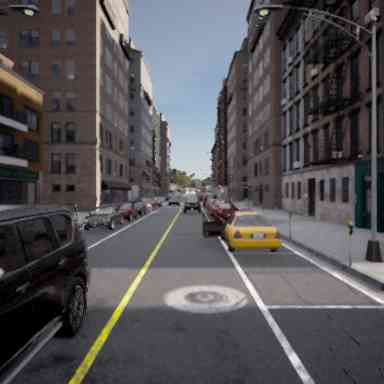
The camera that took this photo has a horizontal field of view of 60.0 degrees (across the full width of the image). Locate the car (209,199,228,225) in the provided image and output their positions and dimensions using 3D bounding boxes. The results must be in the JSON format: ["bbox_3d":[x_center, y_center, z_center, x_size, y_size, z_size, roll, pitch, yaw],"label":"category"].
[{"bbox_3d":[2.627,1.521,26.361,1.887,1.381,4.507,0,0,0],"label":"car"}]

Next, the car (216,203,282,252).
[{"bbox_3d":[2.220,1.444,13.691,1.801,1.575,5.366,0,0,0],"label":"car"}]

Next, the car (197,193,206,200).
[{"bbox_3d":[2.650,1.221,92.657,2.192,1.841,5.009,0,0,0],"label":"car"}]

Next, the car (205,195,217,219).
[{"bbox_3d":[2.624,1.411,32.043,1.967,1.590,4.097,0,0,0],"label":"car"}]

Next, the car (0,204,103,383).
[{"bbox_3d":[-2.851,1.218,3.684,2.150,2.045,5.566,0,0,0],"label":"car"}]

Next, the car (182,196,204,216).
[{"bbox_3d":[0.031,1.472,36.203,1.837,1.490,4.892,0,0,0],"label":"car"}]

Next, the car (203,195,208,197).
[{"bbox_3d":[2.620,1.510,43.408,2.008,1.369,4.403,0,0,0],"label":"car"}]

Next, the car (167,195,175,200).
[{"bbox_3d":[-5.451,1.477,87.149,1.947,1.339,4.313,0,0,0],"label":"car"}]

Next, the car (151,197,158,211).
[{"bbox_3d":[-5.403,1.404,37.722,1.967,1.590,4.097,0,0,0],"label":"car"}]

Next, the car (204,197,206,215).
[{"bbox_3d":[2.622,1.509,37.726,1.887,1.381,4.507,0,0,0],"label":"car"}]

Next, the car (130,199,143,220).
[{"bbox_3d":[-5.398,1.520,26.357,1.887,1.381,4.507,0,0,0],"label":"car"}]

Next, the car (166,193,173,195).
[{"bbox_3d":[-5.452,1.233,81.645,2.192,1.841,5.009,0,0,0],"label":"car"}]

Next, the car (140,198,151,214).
[{"bbox_3d":[-5.401,1.536,32.040,1.947,1.339,4.313,0,0,0],"label":"car"}]

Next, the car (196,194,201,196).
[{"bbox_3d":[0.024,1.459,47.787,1.837,1.490,4.892,0,0,0],"label":"car"}]

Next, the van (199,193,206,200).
[{"bbox_3d":[2.657,1.253,87.153,1.690,1.788,3.998,0,0,0],"label":"van"}]

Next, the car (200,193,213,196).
[{"bbox_3d":[2.617,1.268,49.090,2.192,1.841,5.009,0,0,0],"label":"car"}]

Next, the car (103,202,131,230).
[{"bbox_3d":[-5.396,1.532,20.675,2.008,1.369,4.403,0,0,0],"label":"car"}]

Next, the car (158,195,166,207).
[{"bbox_3d":[-5.408,1.393,49.086,1.967,1.590,4.097,0,0,0],"label":"car"}]

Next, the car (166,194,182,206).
[{"bbox_3d":[-2.772,1.496,52.383,2.033,1.411,5.357,0,0,0],"label":"car"}]
